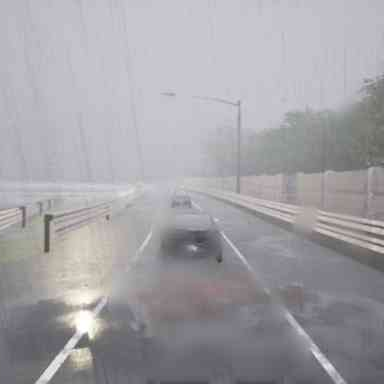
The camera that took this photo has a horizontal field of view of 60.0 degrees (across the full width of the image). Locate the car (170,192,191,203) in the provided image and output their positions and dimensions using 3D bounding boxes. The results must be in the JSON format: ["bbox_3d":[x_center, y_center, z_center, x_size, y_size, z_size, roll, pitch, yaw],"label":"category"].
[{"bbox_3d":[-1.092,0.717,32.311,2.128,1.511,4.902,0,2,-4],"label":"car"}]

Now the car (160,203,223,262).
[{"bbox_3d":[-0.055,1.377,11.718,1.882,1.535,5.008,0,1,-1],"label":"car"}]
